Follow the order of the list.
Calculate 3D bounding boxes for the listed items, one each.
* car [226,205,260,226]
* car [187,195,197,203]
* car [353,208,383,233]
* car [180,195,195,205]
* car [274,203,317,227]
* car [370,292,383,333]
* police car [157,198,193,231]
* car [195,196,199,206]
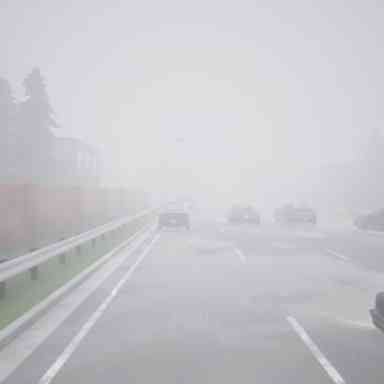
[{"bbox_3d":[3.602,1.582,23.930,1.994,1.385,4.181,0,0,0],"label":"car"},{"bbox_3d":[0.006,1.394,69.595,2.128,1.511,4.902,0,0,0],"label":"car"},{"bbox_3d":[10.601,1.562,17.537,2.033,1.411,5.357,0,0,0],"label":"car"},{"bbox_3d":[-1.048,1.380,36.948,2.097,1.767,4.553,0,0,0],"label":"car"},{"bbox_3d":[7.102,1.509,23.220,2.128,1.511,4.902,0,0,0],"label":"car"},{"bbox_3d":[3.600,1.550,2.540,2.033,1.411,5.357,0,0,0],"label":"car"},{"bbox_3d":[-1.049,1.442,21.088,1.930,1.638,5.238,0,0,0],"label":"police car"},{"bbox_3d":[0.005,1.547,54.189,1.837,1.490,4.892,0,0,0],"label":"car"}]
